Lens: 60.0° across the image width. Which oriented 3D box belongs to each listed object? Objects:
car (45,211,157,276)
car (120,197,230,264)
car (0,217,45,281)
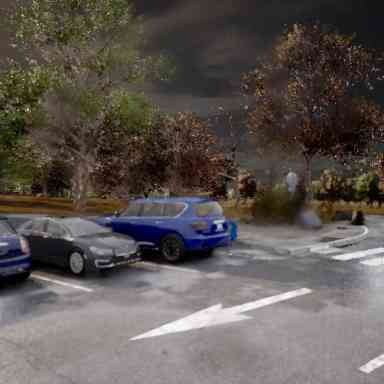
[{"bbox_3d":[-3.756,1.485,10.343,4.892,1.521,2.231,-1,-1,34],"label":"car"},{"bbox_3d":[-1.320,1.230,12.101,5.566,2.045,2.435,-1,0,35],"label":"car"},{"bbox_3d":[-6.191,1.361,8.566,4.553,1.767,2.185,-1,0,34],"label":"car"}]
